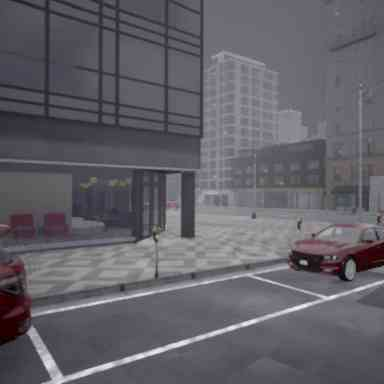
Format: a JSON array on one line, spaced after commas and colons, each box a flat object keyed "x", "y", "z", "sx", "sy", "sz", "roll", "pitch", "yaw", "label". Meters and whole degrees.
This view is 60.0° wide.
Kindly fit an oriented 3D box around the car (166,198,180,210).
[{"x": -4.332, "y": 2.128, "z": 60.345, "sx": 2.150, "sy": 2.045, "sz": 5.566, "roll": 0, "pitch": -1, "yaw": -35, "label": "car"}]

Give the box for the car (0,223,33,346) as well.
[{"x": -4.421, "y": 1.299, "z": 3.503, "sx": 5.009, "sy": 1.841, "sz": 2.192, "roll": 1, "pitch": -1, "yaw": -35, "label": "car"}]

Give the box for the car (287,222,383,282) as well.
[{"x": 4.771, "y": 1.631, "z": 10.050, "sx": 4.507, "sy": 1.381, "sz": 1.887, "roll": 1, "pitch": -1, "yaw": -35, "label": "car"}]
